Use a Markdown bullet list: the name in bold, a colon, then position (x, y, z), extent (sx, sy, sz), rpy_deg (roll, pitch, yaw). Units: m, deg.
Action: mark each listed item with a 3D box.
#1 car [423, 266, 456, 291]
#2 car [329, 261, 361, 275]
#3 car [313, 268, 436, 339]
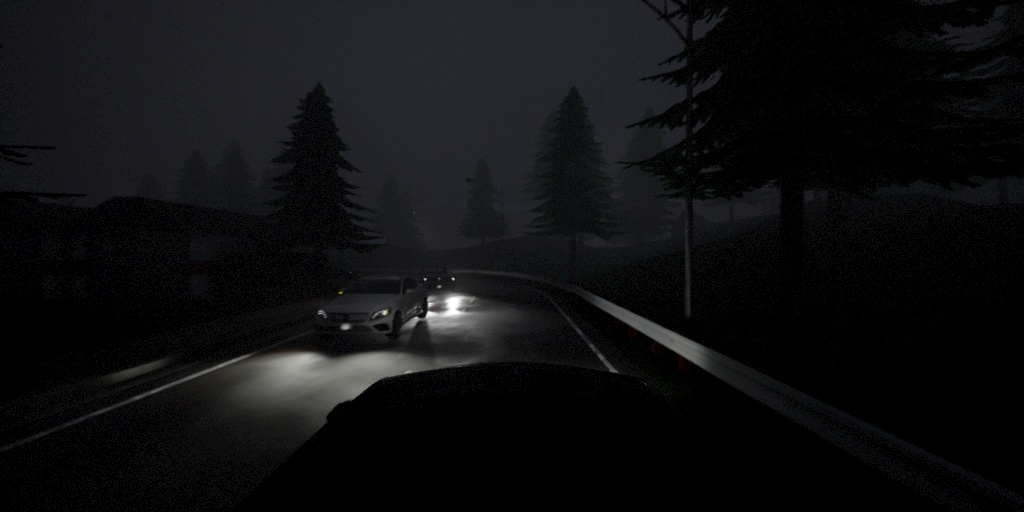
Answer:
- **car**: position (-4.421, 1.277, 20.752), extent (1.895, 1.301, 4.718), rpy_deg (0, 0, -17)
- **car**: position (-14.372, 1.160, 28.336), extent (4.892, 1.490, 1.837), rpy_deg (1, 0, 4)
- **car**: position (-3.606, 1.243, 10.059), extent (1.812, 1.442, 4.674), rpy_deg (0, 0, -1)
